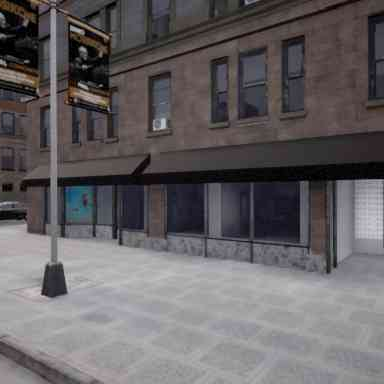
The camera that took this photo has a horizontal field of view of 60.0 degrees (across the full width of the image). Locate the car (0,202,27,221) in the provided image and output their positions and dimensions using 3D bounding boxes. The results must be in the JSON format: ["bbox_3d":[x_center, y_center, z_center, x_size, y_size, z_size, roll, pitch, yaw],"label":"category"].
[{"bbox_3d":[-14.158,1.545,25.258,1.837,1.490,4.892,0,0,37],"label":"car"}]
